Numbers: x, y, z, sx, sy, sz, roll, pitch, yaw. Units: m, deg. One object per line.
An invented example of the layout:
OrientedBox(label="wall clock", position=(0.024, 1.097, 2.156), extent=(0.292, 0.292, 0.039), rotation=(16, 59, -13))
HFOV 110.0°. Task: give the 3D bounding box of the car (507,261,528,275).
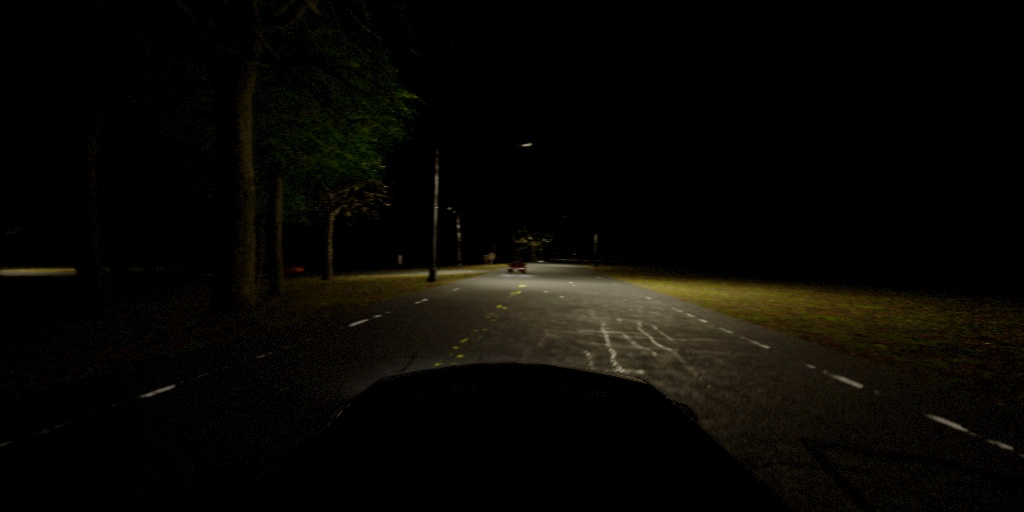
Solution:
OrientedBox(label="car", position=(0.618, 1.270, 40.251), extent=(1.812, 1.442, 4.674), rotation=(2, 0, 6))
